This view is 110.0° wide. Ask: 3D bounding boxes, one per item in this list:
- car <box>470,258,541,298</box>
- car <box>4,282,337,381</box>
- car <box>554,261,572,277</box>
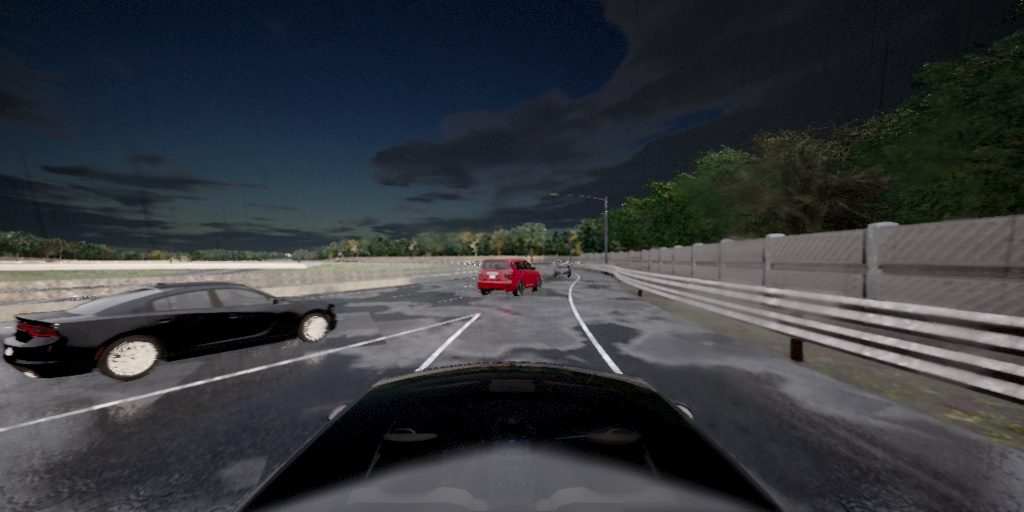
[{"bbox_3d":[-0.019,1.158,20.488,2.150,2.045,5.566,0,-1,21],"label":"car"},{"bbox_3d":[-6.198,1.275,7.451,1.882,1.535,5.008,0,-1,29],"label":"car"},{"bbox_3d":[5.989,1.651,42.377,2.128,1.511,4.902,0,-1,10],"label":"car"}]
